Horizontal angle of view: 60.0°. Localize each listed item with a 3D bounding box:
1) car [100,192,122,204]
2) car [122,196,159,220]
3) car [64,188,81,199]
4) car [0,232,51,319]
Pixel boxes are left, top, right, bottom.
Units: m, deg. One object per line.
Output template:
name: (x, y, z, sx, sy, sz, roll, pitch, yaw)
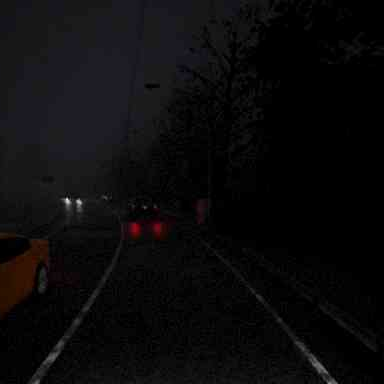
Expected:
car: (-10.062, 0.676, 41.531, 2.033, 1.411, 5.357, 1, 2, -25)
car: (-3.881, 1.059, 25.417, 2.097, 1.767, 4.553, 1, 1, -15)
car: (-17.177, 0.154, 47.563, 1.837, 1.490, 4.892, 2, 1, -28)
car: (-3.973, 1.465, 5.545, 1.882, 1.535, 5.008, 0, 0, -5)
